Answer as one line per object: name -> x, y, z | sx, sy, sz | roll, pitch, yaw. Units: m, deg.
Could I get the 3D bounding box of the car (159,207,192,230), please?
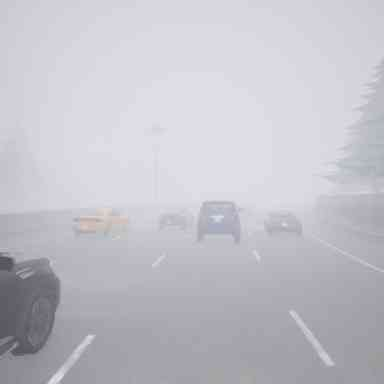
car -> -1.059, 1.809, 23.599 | 1.812, 1.442, 4.674 | 0, -1, 10

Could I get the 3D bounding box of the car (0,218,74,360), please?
car -> -3.277, 1.251, 3.078 | 2.150, 2.045, 5.566 | 0, -1, 2

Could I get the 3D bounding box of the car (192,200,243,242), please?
car -> 1.560, 1.446, 18.139 | 2.150, 2.045, 5.566 | 0, -1, 8

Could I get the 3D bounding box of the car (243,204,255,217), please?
car -> 6.096, 2.079, 38.207 | 1.895, 1.301, 4.718 | 0, -1, 17

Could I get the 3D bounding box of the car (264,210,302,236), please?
car -> 5.525, 1.828, 20.584 | 1.994, 1.385, 4.181 | 0, -1, 9

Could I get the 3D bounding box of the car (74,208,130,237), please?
car -> -5.237, 1.705, 19.812 | 1.882, 1.535, 5.008 | 0, -1, 8
